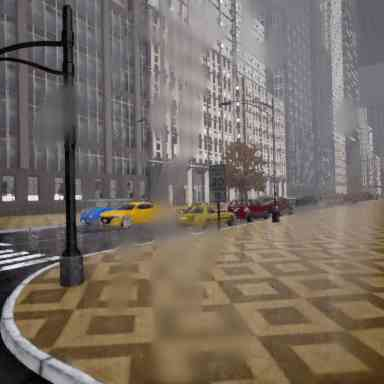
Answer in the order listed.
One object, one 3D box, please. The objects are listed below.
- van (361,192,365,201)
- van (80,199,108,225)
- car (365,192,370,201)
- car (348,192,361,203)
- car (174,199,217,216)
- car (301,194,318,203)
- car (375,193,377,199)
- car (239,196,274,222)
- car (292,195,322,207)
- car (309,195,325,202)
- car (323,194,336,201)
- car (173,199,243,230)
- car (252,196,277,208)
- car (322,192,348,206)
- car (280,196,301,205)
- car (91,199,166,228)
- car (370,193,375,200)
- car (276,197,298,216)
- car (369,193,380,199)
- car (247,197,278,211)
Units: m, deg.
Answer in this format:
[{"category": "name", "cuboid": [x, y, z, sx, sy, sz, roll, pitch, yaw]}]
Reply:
[{"category": "van", "cuboid": [29.505, 0.904, 60.095, 1.690, 1.788, 3.998, -2, -1, 35]}, {"category": "van", "cuboid": [-5.875, 1.363, 23.342, 1.690, 1.788, 3.998, -2, -1, 35]}, {"category": "car", "cuboid": [32.710, 0.980, 64.669, 1.967, 1.590, 4.097, -2, -1, 35]}, {"category": "car", "cuboid": [26.292, 1.027, 55.528, 1.967, 1.590, 4.097, -2, -1, 35]}, {"category": "car", "cuboid": [0.417, 1.492, 32.387, 1.752, 1.417, 4.829, -2, -1, 35]}, {"category": "car", "cuboid": [22.861, 1.233, 64.681, 1.967, 1.590, 4.097, -2, -1, 35]}, {"category": "car", "cuboid": [39.147, 1.061, 73.797, 1.947, 1.339, 4.313, -2, -1, 35]}, {"category": "car", "cuboid": [3.965, 1.206, 23.440, 1.967, 1.590, 4.097, -2, -1, 35]}, {"category": "car", "cuboid": [15.304, 1.202, 44.074, 1.882, 1.535, 5.008, -2, -1, 35]}, {"category": "car", "cuboid": [26.056, 1.315, 69.274, 1.887, 1.381, 4.507, -2, -1, 35]}, {"category": "car", "cuboid": [32.442, 1.271, 78.460, 1.887, 1.381, 4.507, -2, -1, 35]}, {"category": "car", "cuboid": [0.877, 1.318, 18.993, 1.752, 1.417, 4.829, -2, -1, 35]}, {"category": "car", "cuboid": [10.090, 1.328, 46.308, 1.967, 1.590, 4.097, -2, -1, 35]}, {"category": "car", "cuboid": [20.010, 1.159, 46.500, 1.752, 1.417, 4.829, -2, -1, 35]}, {"category": "car", "cuboid": [16.477, 1.389, 55.493, 2.008, 1.369, 4.403, -2, -1, 35]}, {"category": "car", "cuboid": [-3.765, 1.426, 21.809, 1.882, 1.535, 5.008, -2, -1, 35]}, {"category": "car", "cuboid": [35.917, 0.833, 69.240, 2.192, 1.841, 5.009, -2, -1, 35]}, {"category": "car", "cuboid": [7.156, 1.320, 28.024, 1.802, 1.307, 4.206, -2, -1, 35]}, {"category": "car", "cuboid": [45.522, 1.005, 82.969, 2.008, 1.369, 4.403, -2, -1, 35]}, {"category": "car", "cuboid": [8.415, 1.369, 39.294, 1.812, 1.442, 4.674, -2, -1, 35]}]
